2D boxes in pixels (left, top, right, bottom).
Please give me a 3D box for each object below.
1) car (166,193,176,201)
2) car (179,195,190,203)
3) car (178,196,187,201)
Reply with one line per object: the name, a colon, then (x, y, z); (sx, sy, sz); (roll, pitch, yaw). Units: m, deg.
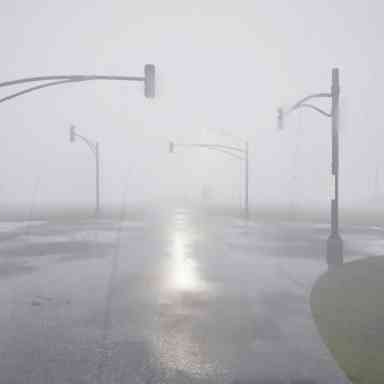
car: (-4.633, 1.013, 73.958); (2.097, 1.767, 4.553); (0, 0, -3)
car: (-1.645, 1.384, 69.865); (2.097, 1.767, 4.553); (0, 0, -3)
car: (-2.251, 1.559, 79.939); (1.895, 1.301, 4.718); (0, 0, -4)
